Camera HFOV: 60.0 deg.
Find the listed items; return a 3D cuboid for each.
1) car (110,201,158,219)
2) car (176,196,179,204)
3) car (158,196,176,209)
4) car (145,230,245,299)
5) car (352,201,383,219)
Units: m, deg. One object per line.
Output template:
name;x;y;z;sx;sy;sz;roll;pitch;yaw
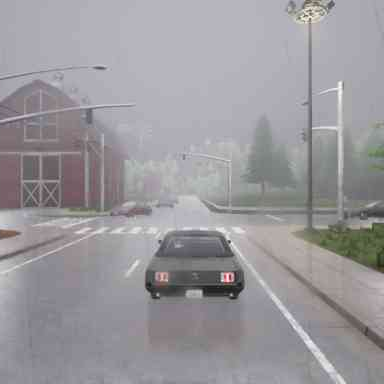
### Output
car;-5.183;1.511;29.218;1.812;1.442;4.674;1;0;25
car;-3.560;1.507;63.277;1.837;1.490;4.892;0;-1;0
car;-3.602;1.565;45.335;1.994;1.385;4.181;0;0;0
car;0.066;1.601;8.378;1.895;1.301;4.718;0;0;0
car;15.113;1.499;27.170;4.674;1.442;1.812;0;0;-1
